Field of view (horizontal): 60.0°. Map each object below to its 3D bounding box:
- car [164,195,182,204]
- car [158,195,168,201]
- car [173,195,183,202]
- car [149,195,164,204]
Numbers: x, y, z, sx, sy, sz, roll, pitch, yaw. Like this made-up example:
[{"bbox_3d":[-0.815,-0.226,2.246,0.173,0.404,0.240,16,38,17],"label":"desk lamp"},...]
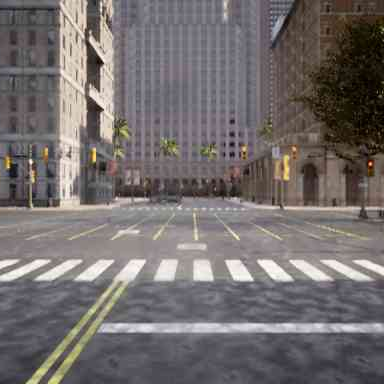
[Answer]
[{"bbox_3d":[-3.598,1.493,63.512,2.033,1.411,5.357,0,0,1],"label":"car"},{"bbox_3d":[-6.899,1.430,80.076,1.837,1.490,4.892,0,0,1],"label":"car"},{"bbox_3d":[-3.401,1.455,79.853,2.128,1.511,4.902,0,0,1],"label":"car"},{"bbox_3d":[-7.096,1.437,63.754,2.128,1.511,4.902,0,0,1],"label":"car"}]
